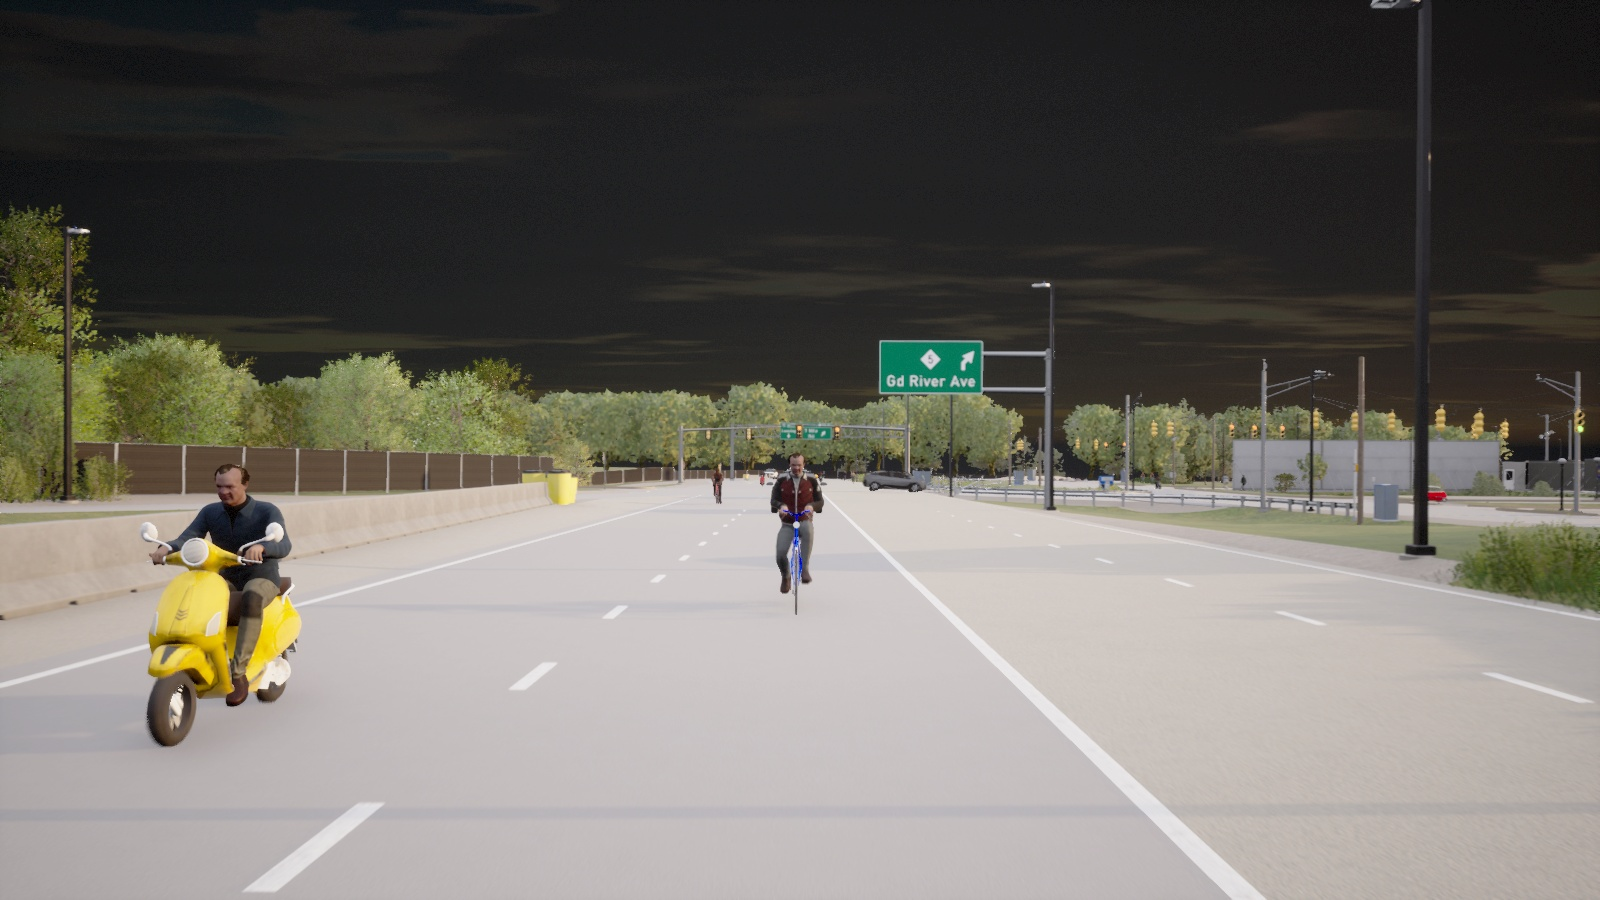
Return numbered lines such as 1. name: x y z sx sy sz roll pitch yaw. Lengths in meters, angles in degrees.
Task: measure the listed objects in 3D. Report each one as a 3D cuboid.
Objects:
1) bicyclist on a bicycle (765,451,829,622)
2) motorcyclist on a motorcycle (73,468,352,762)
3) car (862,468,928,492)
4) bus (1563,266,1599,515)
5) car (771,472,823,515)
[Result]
1. bicyclist on a bicycle: -0.033 0.912 13.991 0.659 1.776 1.843 0 -1 0
2. motorcyclist on a motorcycle: -3.518 0.908 7.733 0.866 1.590 1.817 0 -1 0
3. car: 6.726 2.151 89.215 4.514 1.525 2.007 2 -1 0
4. bus: 18.634 -0.681 23.154 10.273 4.253 3.944 4 -1 -36
5. car: -0.108 1.549 46.319 1.837 1.490 4.892 0 -1 0
